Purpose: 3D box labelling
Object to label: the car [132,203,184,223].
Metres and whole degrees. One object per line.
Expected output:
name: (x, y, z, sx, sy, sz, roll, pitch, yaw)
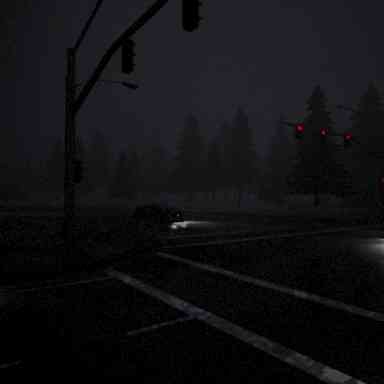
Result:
car: (-2.673, 1.573, 25.978, 4.181, 1.385, 1.994, 0, 0, 35)
